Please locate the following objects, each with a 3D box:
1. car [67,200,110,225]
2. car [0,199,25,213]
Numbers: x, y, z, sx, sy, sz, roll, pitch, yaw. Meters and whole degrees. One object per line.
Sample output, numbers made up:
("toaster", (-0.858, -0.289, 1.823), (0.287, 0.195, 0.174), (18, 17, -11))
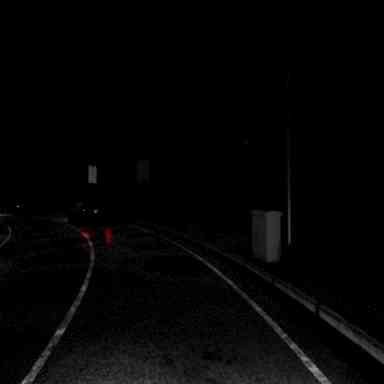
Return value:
("car", (-7.644, 1.345, 24.266), (2.097, 1.767, 4.553), (0, 0, -32))
("car", (-20.367, 1.503, 36.872), (4.181, 1.385, 1.994), (0, -1, 34))
